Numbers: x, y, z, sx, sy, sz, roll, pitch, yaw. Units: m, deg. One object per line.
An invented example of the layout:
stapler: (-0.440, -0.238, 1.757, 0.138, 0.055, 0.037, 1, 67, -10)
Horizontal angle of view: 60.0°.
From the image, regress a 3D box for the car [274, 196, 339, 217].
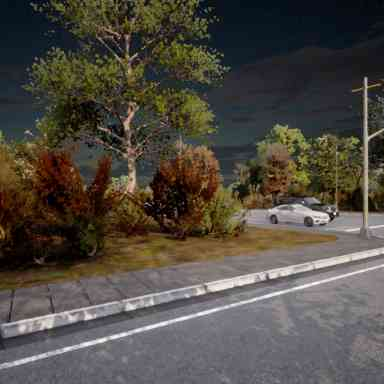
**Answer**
car: (9.084, 1.316, 27.263, 2.150, 2.045, 5.566, 0, -1, -37)

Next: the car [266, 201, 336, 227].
car: (7.401, 1.600, 23.669, 1.812, 1.442, 4.674, 0, -1, -38)

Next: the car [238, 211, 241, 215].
car: (2.854, 1.589, 34.535, 2.097, 1.767, 4.553, 0, -1, -42)
